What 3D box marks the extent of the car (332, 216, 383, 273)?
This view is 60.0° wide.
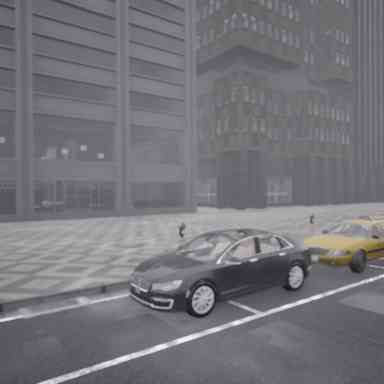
[{"bbox_3d":[5.251,1.462,10.432,4.829,1.417,1.752,0,0,-36],"label":"car"}]

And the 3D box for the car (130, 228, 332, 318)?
[{"bbox_3d":[0.806,1.521,7.243,4.403,1.369,2.008,0,0,-36],"label":"car"}]
